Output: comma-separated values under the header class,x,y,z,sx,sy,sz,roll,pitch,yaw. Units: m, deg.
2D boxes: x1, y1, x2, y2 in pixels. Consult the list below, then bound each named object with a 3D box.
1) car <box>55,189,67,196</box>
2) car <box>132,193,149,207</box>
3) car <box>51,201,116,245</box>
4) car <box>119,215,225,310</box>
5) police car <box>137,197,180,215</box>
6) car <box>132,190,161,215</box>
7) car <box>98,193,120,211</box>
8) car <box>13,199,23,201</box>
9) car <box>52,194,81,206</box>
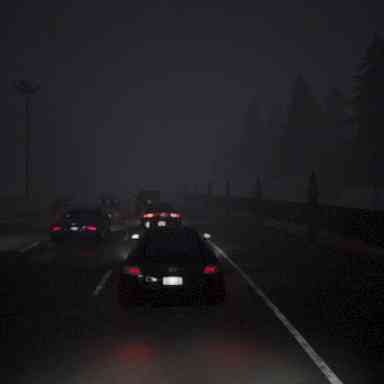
class,x,y,z,sx,sy,sz,roll,pitch,yaw
car,-33.496,0.118,85.066,2.097,1.767,4.553,0,1,-12
car,-6.648,0.914,42.514,1.801,1.575,5.366,0,1,-12
car,-4.693,1.359,14.614,2.033,1.411,5.357,0,1,-9
car,-0.467,1.464,7.688,1.994,1.385,4.181,0,1,-4
police car,-1.784,1.272,17.920,2.038,1.542,4.974,0,0,-9
car,-3.865,0.853,28.985,2.150,2.045,5.566,0,1,-11
car,-8.415,0.919,33.770,2.097,1.767,4.553,0,1,-12
car,-20.334,0.994,38.600,2.128,1.511,4.902,0,1,-12
car,-11.148,1.109,29.711,2.128,1.511,4.902,0,1,-12
